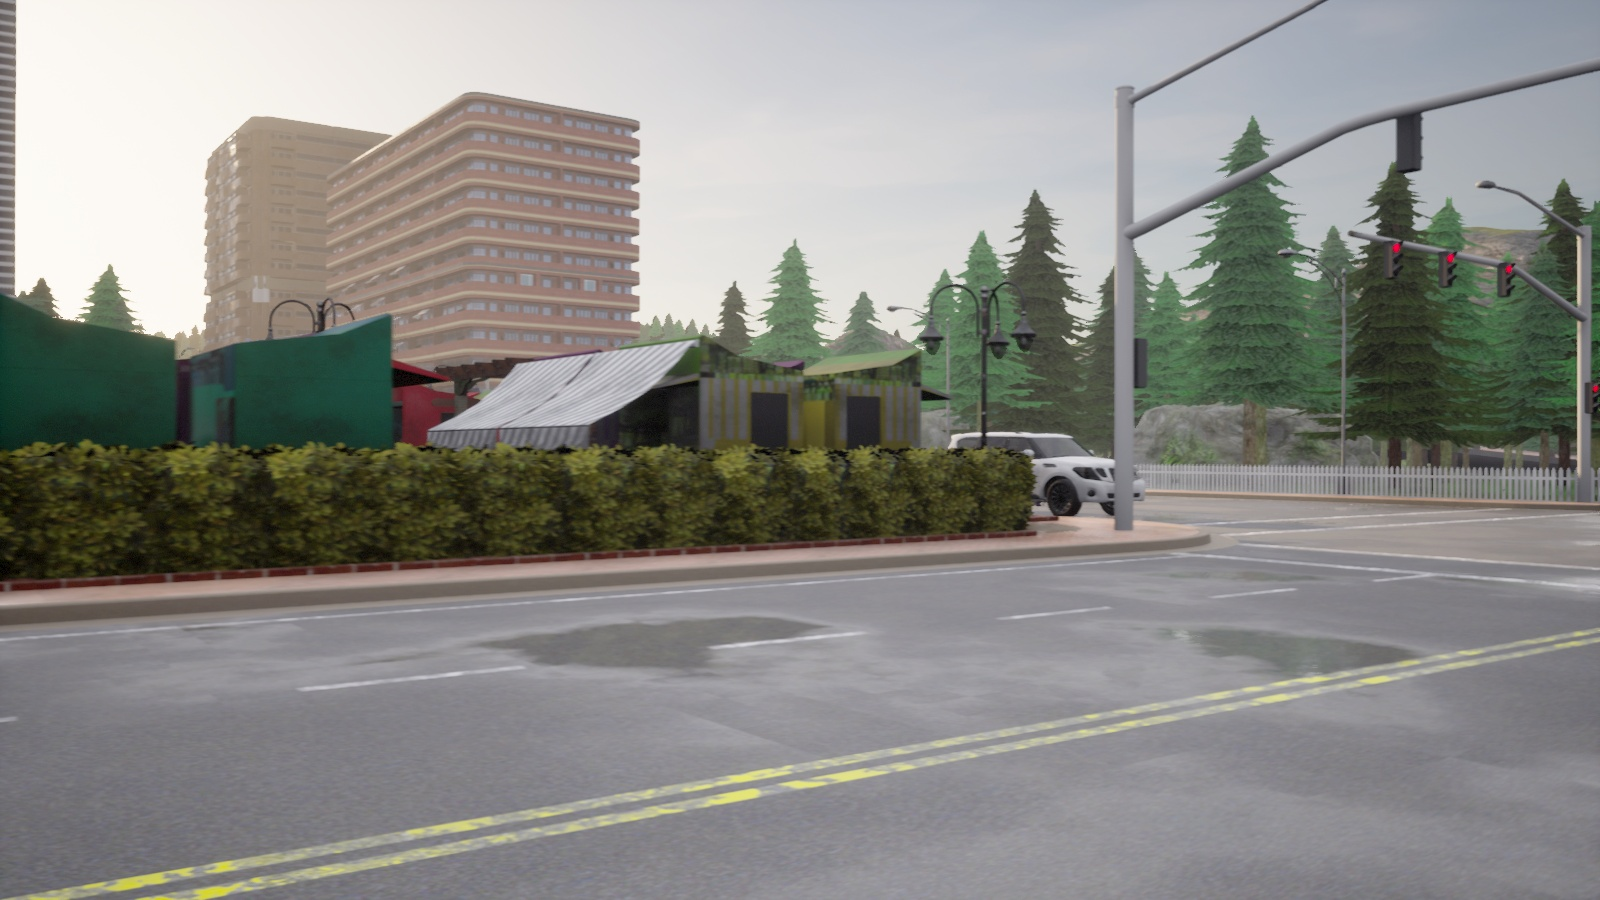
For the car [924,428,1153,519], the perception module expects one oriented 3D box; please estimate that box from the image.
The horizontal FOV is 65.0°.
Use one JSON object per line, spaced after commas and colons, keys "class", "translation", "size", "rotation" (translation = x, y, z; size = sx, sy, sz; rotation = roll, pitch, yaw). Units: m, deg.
{"class": "car", "translation": [5.750, 0.528, 31.039], "size": [2.150, 2.045, 5.566], "rotation": [0, 0, -36]}
